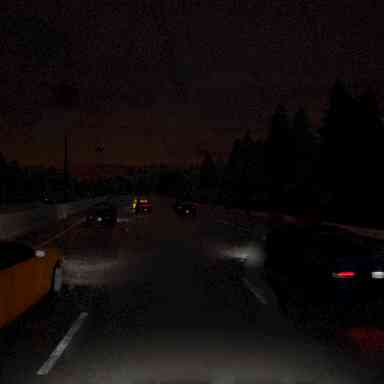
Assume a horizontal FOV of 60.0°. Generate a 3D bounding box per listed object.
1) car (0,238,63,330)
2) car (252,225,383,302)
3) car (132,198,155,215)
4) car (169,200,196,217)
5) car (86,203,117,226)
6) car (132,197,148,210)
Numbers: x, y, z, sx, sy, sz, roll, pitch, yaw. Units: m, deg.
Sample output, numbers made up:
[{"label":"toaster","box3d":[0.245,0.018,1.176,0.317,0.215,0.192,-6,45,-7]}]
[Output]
[{"label":"car","box3d":[-3.740,1.477,5.527,1.882,1.535,5.008,0,0,-3]},{"label":"car","box3d":[3.116,1.547,8.523,2.033,1.411,5.357,0,0,-6]},{"label":"car","box3d":[-4.901,1.491,34.176,2.128,1.511,4.902,0,0,-11]},{"label":"car","box3d":[-0.862,1.525,31.822,1.812,1.442,4.674,0,0,-11]},{"label":"car","box3d":[-6.307,1.525,23.343,1.812,1.442,4.674,0,0,-11]},{"label":"car","box3d":[-6.886,1.477,43.984,1.882,1.535,5.008,0,0,-11]}]
